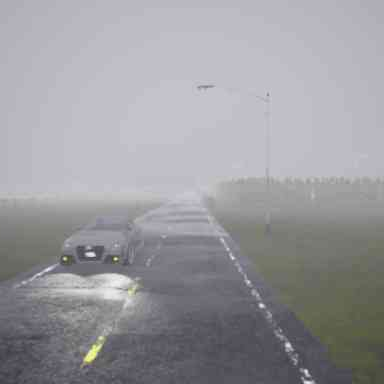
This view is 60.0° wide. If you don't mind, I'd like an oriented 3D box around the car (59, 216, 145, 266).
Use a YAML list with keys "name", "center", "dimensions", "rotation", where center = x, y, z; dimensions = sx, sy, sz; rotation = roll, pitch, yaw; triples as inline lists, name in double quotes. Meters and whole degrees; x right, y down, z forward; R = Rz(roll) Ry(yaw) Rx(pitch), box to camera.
- name: "car"
  center: [-2.809, 1.536, 11.213]
  dimensions: [1.994, 1.385, 4.181]
  rotation: [0, 0, 0]
